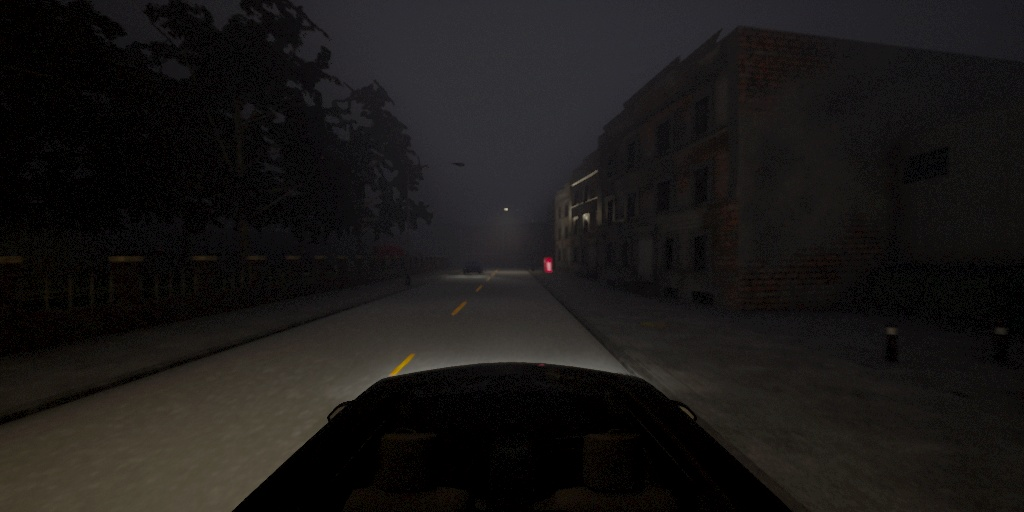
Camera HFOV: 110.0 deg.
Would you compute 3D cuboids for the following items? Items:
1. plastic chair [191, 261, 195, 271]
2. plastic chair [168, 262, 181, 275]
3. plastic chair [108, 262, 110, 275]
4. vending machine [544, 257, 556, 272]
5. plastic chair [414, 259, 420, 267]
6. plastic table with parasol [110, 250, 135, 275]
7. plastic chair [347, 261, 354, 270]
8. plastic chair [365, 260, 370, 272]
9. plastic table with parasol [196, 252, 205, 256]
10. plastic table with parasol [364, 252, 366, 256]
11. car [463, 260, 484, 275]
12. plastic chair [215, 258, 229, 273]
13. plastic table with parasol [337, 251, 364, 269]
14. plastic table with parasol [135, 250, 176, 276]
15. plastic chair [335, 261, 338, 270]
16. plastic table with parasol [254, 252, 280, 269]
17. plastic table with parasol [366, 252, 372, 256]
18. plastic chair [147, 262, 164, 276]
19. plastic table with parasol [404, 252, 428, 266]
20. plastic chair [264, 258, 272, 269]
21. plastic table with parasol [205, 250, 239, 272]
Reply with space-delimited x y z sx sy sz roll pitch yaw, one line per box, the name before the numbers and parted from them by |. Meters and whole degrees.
plastic chair | -39.598 1.273 44.749 0.730 1.272 0.750 0 0 -35
plastic chair | -32.992 1.264 35.209 0.730 1.272 0.750 0 0 -40
plastic chair | -40.306 1.285 36.309 0.730 1.272 0.750 0 0 -35
vending machine | 4.240 1.141 41.683 1.100 2.100 0.880 0 0 0
plastic chair | -12.392 1.308 46.377 0.750 1.272 0.730 0 0 -40
plastic table with parasol | -39.333 0.653 37.209 2.482 2.480 2.482 0 0 -40
plastic chair | -19.762 1.236 44.153 0.750 1.272 0.730 0 0 -44
plastic chair | -16.737 1.310 42.643 0.730 1.272 0.750 0 0 -35
plastic table with parasol | -38.624 0.669 45.651 2.482 2.480 2.482 0 0 -40
plastic table with parasol | -21.046 0.595 50.928 2.482 2.480 2.482 0 0 -38
car | -4.142 1.203 38.787 1.882 1.535 5.008 0 0 0
plastic chair | -30.660 1.131 37.921 0.750 1.272 0.730 0 0 -39
plastic table with parasol | -20.583 0.643 44.998 2.482 2.480 2.482 0 0 -38
plastic table with parasol | -34.013 0.666 34.472 2.482 2.480 2.482 0 0 -40
plastic chair | -21.478 1.226 44.295 0.730 1.272 0.750 0 0 -38
plastic table with parasol | -35.135 0.661 51.321 2.482 2.480 2.482 0 0 -40
plastic table with parasol | -15.764 0.705 43.545 2.482 2.480 2.482 0 0 -40
plastic chair | -33.280 1.269 33.473 0.750 1.272 0.730 0 0 -40
plastic table with parasol | -13.125 0.703 47.375 2.482 2.480 2.482 0 0 -40
plastic chair | -34.402 1.237 50.325 0.750 1.272 0.730 0 0 -40
plastic table with parasol | -31.368 0.590 38.892 2.482 2.480 2.482 0 0 -39
